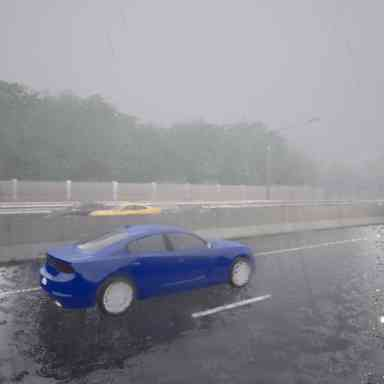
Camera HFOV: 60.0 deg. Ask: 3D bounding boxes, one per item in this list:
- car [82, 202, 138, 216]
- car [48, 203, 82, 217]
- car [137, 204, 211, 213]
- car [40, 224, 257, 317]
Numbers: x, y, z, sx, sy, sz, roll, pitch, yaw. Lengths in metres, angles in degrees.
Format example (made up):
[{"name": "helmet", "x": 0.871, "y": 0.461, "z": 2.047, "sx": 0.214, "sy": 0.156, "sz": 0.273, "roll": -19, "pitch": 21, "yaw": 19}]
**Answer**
[{"name": "car", "x": -4.435, "y": 1.491, "z": 22.315, "sx": 5.008, "sy": 1.535, "sz": 1.882, "roll": 0, "pitch": 0, "yaw": -35}, {"name": "car", "x": -7.840, "y": 1.514, "z": 24.187, "sx": 4.892, "sy": 1.490, "sz": 1.837, "roll": 0, "pitch": 0, "yaw": -35}, {"name": "car", "x": -0.402, "y": 1.569, "z": 20.890, "sx": 5.357, "sy": 1.411, "sz": 2.033, "roll": 0, "pitch": 0, "yaw": -35}, {"name": "car", "x": -0.695, "y": 1.480, "z": 7.548, "sx": 5.008, "sy": 1.535, "sz": 1.882, "roll": 0, "pitch": 0, "yaw": -35}]
